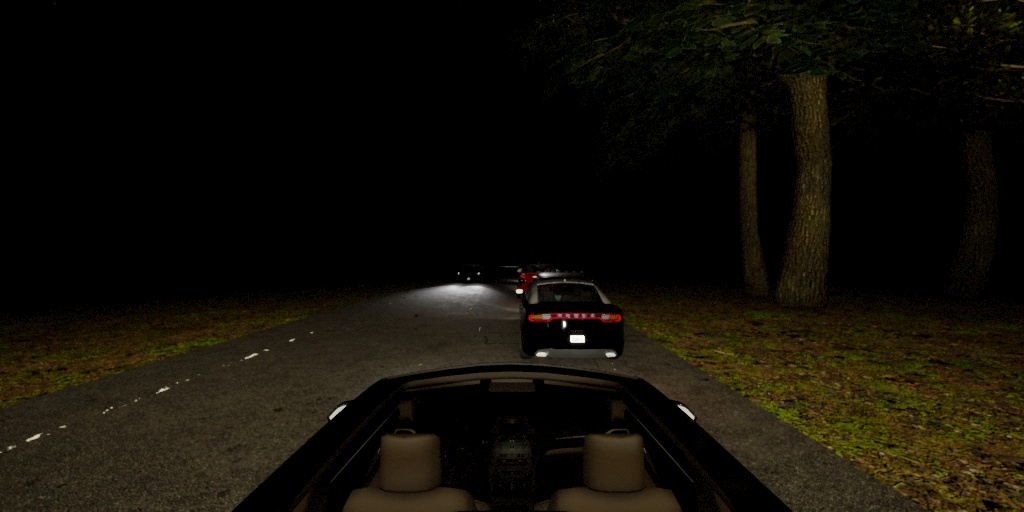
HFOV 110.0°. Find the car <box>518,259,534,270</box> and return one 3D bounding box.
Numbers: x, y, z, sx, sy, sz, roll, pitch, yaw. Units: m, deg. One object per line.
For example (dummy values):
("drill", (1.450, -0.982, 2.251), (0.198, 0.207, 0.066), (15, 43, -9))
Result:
("car", (2.052, 1.223, 50.919), (2.033, 1.411, 5.357), (0, 0, 4))

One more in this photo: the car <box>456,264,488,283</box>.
("car", (-2.971, 1.314, 27.484), (1.895, 1.301, 4.718), (0, 0, 2))

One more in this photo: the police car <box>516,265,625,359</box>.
("police car", (1.125, 1.169, 8.528), (1.930, 1.638, 5.238), (0, 0, 1))

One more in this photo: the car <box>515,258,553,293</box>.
("car", (1.342, 1.081, 18.349), (2.097, 1.767, 4.553), (0, 0, 2))
